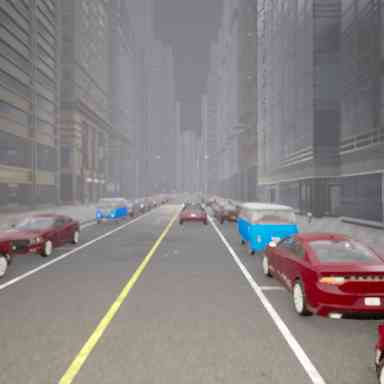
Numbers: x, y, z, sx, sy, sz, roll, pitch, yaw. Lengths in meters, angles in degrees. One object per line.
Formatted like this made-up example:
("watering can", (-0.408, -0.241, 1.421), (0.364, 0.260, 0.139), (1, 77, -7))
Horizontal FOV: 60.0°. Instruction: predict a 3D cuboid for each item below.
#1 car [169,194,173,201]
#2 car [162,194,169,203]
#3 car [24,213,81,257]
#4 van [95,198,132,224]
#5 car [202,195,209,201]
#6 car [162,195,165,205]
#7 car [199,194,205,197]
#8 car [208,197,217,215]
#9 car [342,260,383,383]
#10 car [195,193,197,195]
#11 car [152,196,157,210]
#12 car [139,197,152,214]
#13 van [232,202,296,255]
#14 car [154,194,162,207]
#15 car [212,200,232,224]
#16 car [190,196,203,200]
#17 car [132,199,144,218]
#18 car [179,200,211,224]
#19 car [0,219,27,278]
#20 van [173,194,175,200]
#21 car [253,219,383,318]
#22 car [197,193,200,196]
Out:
("car", (-5.776, 1.283, 68.933), (2.192, 1.841, 5.009), (0, 0, 0))
("car", (-5.773, 1.286, 57.729), (2.192, 1.841, 5.009), (0, 0, 0))
("car", (-5.762, 1.539, 12.916), (1.887, 1.381, 4.507), (0, 0, 0))
("van", (-5.765, 1.329, 24.119), (1.690, 1.788, 3.998), (0, 0, 0))
("car", (2.754, 1.519, 46.539), (1.887, 1.381, 4.507), (0, 0, 0))
("car", (-5.773, 1.539, 52.127), (1.947, 1.339, 4.313), (0, 0, 0))
("car", (2.749, 1.533, 63.346), (1.947, 1.339, 4.313), (0, 0, 0))
("car", (2.759, 1.423, 29.733), (1.967, 1.590, 4.097), (0, 0, 0))
("car", (2.766, 1.543, 1.723), (1.887, 1.381, 4.507), (0, 0, 0))
("car", (2.742, 1.281, 91.356), (2.192, 1.841, 5.009), (0, 0, 0))
("car", (-5.770, 1.545, 40.924), (1.947, 1.339, 4.313), (0, 0, 0))
("car", (-5.768, 1.422, 35.323), (1.967, 1.590, 4.097), (0, 0, 0))
("van", (2.764, 1.333, 12.926), (1.690, 1.788, 3.998), (0, 0, 0))
("car", (-5.771, 1.416, 46.526), (1.967, 1.590, 4.097), (0, 0, 0))
("car", (2.760, 1.531, 24.131), (1.887, 1.381, 4.507), (0, 0, 0))
("car", (0.089, 1.578, 42.252), (1.895, 1.301, 4.718), (0, 0, 0))
("car", (-5.767, 1.567, 29.721), (1.802, 1.307, 4.206), (0, 0, 0))
("car", (0.094, 1.550, 24.705), (1.994, 1.385, 4.181), (0, 0, 0))
("car", (-5.761, 1.542, 7.313), (1.887, 1.381, 4.507), (0, 0, 0))
("van", (-5.779, 1.308, 80.136), (1.690, 1.788, 3.998), (0, 0, 0))
("car", (2.765, 1.540, 7.324), (1.887, 1.381, 4.507), (0, 0, 0))
("car", (2.745, 1.405, 80.152), (1.967, 1.590, 4.097), (0, 0, 0))
